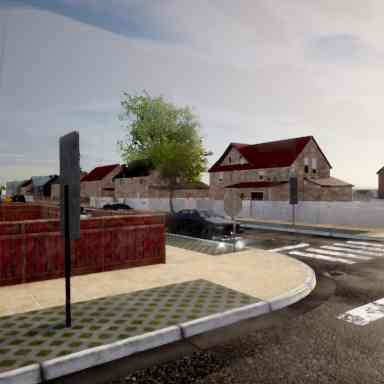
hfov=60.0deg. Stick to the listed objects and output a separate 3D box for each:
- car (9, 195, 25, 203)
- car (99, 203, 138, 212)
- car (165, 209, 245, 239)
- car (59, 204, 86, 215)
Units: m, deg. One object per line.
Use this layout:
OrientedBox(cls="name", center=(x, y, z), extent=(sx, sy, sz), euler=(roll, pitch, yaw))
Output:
OrientedBox(cls="car", center=(-40.695, 1.646, 78.064), extent=(2.150, 2.045, 5.566), euler=(-1, 0, -37))
OrientedBox(cls="car", center=(-5.965, 1.651, 26.894), extent=(1.837, 1.490, 4.892), euler=(-1, 0, -37))
OrientedBox(cls="car", center=(0.422, 1.639, 18.354), extent=(2.033, 1.411, 5.357), euler=(-1, 0, -37))
OrientedBox(cls="car", center=(-13.284, 1.715, 36.701), extent=(1.837, 1.490, 4.892), euler=(-1, 0, -37))
